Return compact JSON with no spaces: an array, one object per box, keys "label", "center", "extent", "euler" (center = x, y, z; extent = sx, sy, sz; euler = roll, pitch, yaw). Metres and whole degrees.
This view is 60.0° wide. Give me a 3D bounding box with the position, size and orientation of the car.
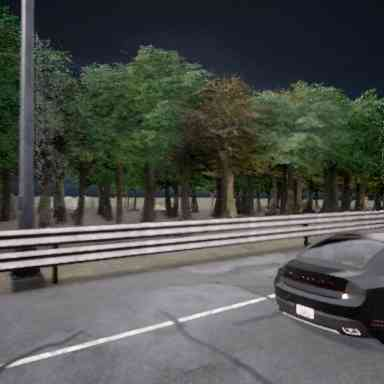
[{"label":"car","center":[3.655,1.546,6.355],"extent":[4.892,1.490,1.837],"euler":[0,0,-36]}]
